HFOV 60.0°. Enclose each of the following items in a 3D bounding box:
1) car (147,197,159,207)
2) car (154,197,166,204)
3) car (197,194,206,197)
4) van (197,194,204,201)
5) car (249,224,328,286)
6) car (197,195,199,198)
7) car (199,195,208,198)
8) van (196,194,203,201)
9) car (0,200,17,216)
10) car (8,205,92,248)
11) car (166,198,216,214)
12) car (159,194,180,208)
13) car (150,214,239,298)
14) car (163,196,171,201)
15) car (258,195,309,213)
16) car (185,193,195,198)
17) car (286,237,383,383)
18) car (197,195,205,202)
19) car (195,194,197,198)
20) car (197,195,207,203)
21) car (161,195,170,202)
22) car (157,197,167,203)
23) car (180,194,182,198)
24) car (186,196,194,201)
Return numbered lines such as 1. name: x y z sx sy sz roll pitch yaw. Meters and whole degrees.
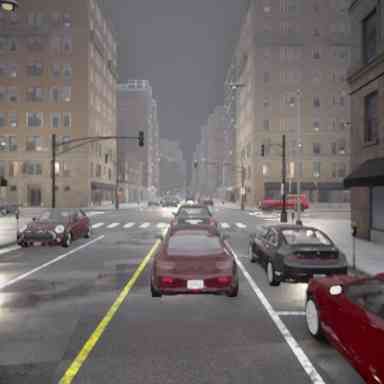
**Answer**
1. car: -6.053 1.589 52.978 2.008 1.369 4.403 0 0 -1
2. car: -6.172 1.606 63.993 1.887 1.381 4.507 0 0 -1
3. car: 2.351 1.587 64.250 1.752 1.417 4.829 0 0 -1
4. van: 2.116 1.471 86.108 1.690 1.788 3.998 0 0 -1
5. car: 2.664 1.552 9.140 2.008 1.369 4.403 0 0 0
6. car: 2.412 1.615 58.572 1.947 1.339 4.313 0 0 -1
7. car: 2.471 1.584 53.066 1.887 1.381 4.507 0 0 -1
8. van: 2.056 1.493 91.614 1.690 1.788 3.998 0 0 -1
9. car: -18.253 1.411 30.603 4.902 1.511 2.128 0 0 0
10. car: -5.868 1.443 14.616 1.967 1.590 4.097 0 0 0
11. car: 0.078 1.356 15.983 2.097 1.767 4.553 0 0 0
12. car: -3.234 1.386 48.862 2.097 1.767 4.553 0 0 -1
13. car: 0.029 1.527 8.396 1.812 1.442 4.674 0 0 -1
14. car: -6.410 1.711 86.024 1.802 1.307 4.206 0 0 -1
15. car: 10.310 1.321 37.625 5.566 2.045 2.150 0 0 1
16. car: -0.458 1.324 77.180 2.150 2.045 5.566 0 0 -1
17. car: 2.672 1.545 3.648 1.887 1.381 4.507 0 0 0
18. car: 2.175 1.550 80.600 1.967 1.590 4.097 0 0 -1
19. car: 2.294 1.391 69.587 2.192 1.841 5.009 0 0 -1
20. car: 2.234 1.532 75.094 1.967 1.590 4.097 0 0 -1
21. car: -6.350 1.549 80.517 1.967 1.590 4.097 0 0 -1
22. car: -6.232 1.657 69.501 1.802 1.307 4.206 0 0 -1
23. car: -3.356 1.620 61.588 1.994 1.385 4.181 0 0 0
24. car: -0.604 1.700 90.528 1.994 1.385 4.181 0 0 -1
